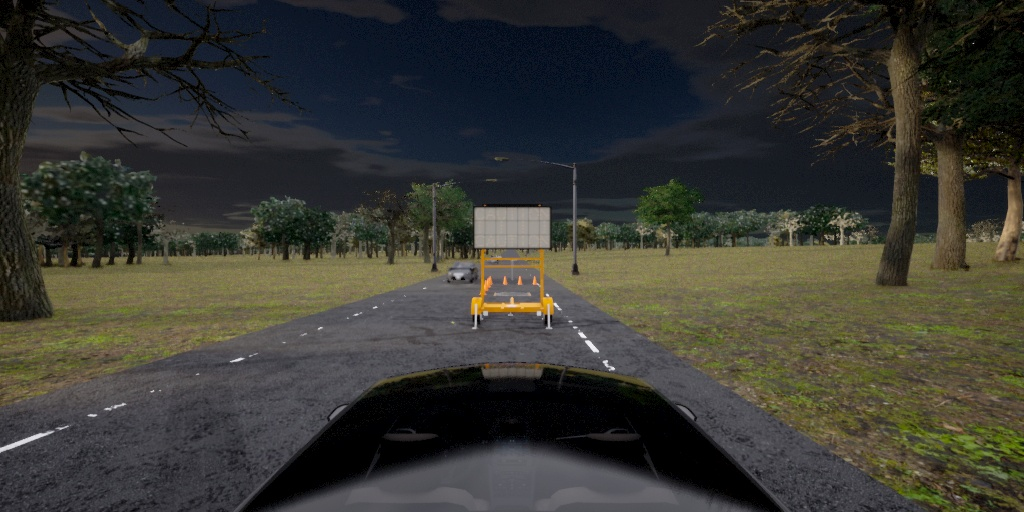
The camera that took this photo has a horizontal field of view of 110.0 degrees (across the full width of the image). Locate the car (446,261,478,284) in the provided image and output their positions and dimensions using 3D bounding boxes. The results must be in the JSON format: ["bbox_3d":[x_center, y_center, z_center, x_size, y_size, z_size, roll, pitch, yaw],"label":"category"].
[{"bbox_3d":[-3.570,1.155,26.357,2.128,1.511,4.902,0,0,0],"label":"car"}]

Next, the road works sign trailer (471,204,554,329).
[{"bbox_3d":[0.011,0.197,11.145,2.380,3.560,2.880,0,0,0],"label":"road works sign trailer"}]
